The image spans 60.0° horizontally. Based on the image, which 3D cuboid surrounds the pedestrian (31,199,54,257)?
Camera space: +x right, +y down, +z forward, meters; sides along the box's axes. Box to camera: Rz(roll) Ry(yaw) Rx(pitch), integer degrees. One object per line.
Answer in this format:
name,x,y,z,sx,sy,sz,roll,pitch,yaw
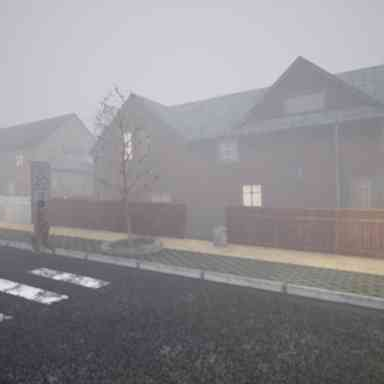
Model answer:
pedestrian,-4.675,1.069,10.345,0.375,1.860,0.375,-2,-3,30
